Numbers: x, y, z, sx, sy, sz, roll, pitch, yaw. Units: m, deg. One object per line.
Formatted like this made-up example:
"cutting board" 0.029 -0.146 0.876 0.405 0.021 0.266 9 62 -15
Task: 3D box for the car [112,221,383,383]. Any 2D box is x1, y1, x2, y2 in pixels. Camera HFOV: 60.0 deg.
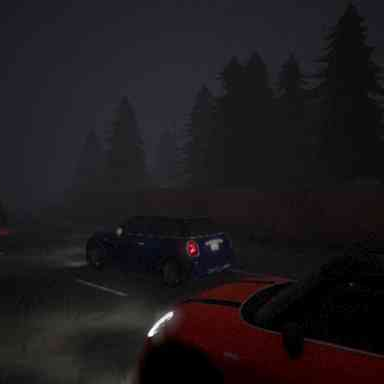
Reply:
"car" 1.663 1.363 2.979 4.553 1.767 2.097 0 0 35

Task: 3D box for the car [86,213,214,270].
"car" -1.074 1.382 9.573 4.553 1.767 2.097 0 0 40

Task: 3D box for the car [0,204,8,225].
"car" -14.403 1.553 23.650 2.128 1.511 4.902 0 0 -37
